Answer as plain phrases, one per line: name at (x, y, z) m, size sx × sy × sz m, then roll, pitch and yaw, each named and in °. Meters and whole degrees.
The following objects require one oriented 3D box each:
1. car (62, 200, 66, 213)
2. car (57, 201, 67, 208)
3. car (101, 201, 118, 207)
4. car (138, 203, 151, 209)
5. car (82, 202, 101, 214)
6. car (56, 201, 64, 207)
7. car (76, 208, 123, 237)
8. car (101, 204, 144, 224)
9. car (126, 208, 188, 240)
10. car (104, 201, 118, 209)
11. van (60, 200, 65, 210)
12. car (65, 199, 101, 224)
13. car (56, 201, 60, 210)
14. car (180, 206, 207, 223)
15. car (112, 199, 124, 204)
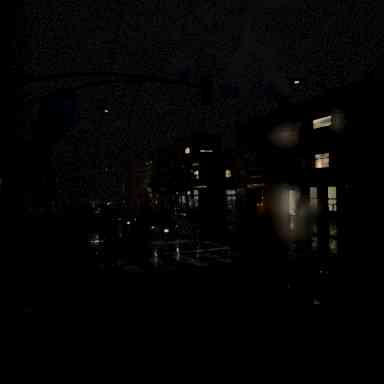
car at (-14.344, 2.150, 40.524) m, size 1.967 × 1.590 × 4.097 m, roll -2°, pitch 0°, yaw -24°
car at (-30.087, 2.872, 76.712) m, size 1.887 × 1.381 × 4.507 m, roll -2°, pitch 0°, yaw -24°
car at (-9.909, 2.108, 36.914) m, size 1.837 × 1.490 × 4.892 m, roll -1°, pitch -1°, yaw -23°
car at (-6.630, 2.176, 43.864) m, size 2.008 × 1.369 × 4.403 m, roll -2°, pitch 0°, yaw -24°
car at (-14.407, 2.271, 47.383) m, size 2.128 × 1.511 × 4.902 m, roll -1°, pitch 0°, yaw -23°
car at (-34.439, 3.024, 86.705) m, size 1.752 × 1.417 × 4.829 m, roll -2°, pitch 0°, yaw -24°
car at (-5.901, 1.940, 20.847) m, size 1.947 × 1.339 × 4.313 m, roll -2°, pitch 0°, yaw -24°
car at (-5.880, 1.992, 27.633) m, size 2.033 × 1.411 × 5.357 m, roll -1°, pitch -1°, yaw -24°
car at (-2.132, 1.861, 19.040) m, size 1.994 × 1.385 × 4.181 m, roll -1°, pitch -1°, yaw -24°
car at (-15.840, 2.512, 64.984) m, size 1.752 × 1.417 × 4.829 m, roll -2°, pitch 0°, yaw -24°
van at (-19.046, 2.236, 51.344) m, size 1.690 × 1.788 × 3.998 m, roll -2°, pitch 0°, yaw -24°
car at (-10.012, 1.851, 30.340) m, size 2.192 × 1.841 × 5.009 m, roll -2°, pitch 0°, yaw -24°
car at (-23.465, 2.383, 61.492) m, size 2.192 × 1.841 × 5.009 m, roll -2°, pitch 0°, yaw -24°
car at (-0.188, 1.926, 29.364) m, size 2.008 × 1.369 × 4.403 m, roll -2°, pitch 0°, yaw -24°
car at (-13.570, 2.213, 59.755) m, size 2.192 × 1.841 × 5.009 m, roll -2°, pitch 0°, yaw -24°
